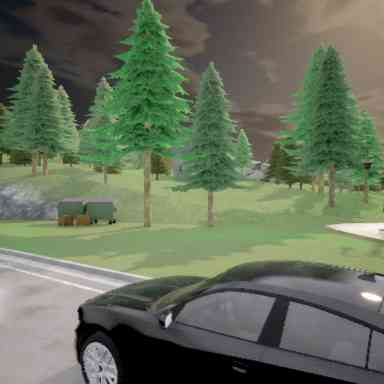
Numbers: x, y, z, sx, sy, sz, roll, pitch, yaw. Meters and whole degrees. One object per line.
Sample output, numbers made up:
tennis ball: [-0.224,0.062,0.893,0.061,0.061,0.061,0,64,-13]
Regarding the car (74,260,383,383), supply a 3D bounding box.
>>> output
car: [0.855,1.477,3.384,5.008,1.535,1.882,0,0,36]
